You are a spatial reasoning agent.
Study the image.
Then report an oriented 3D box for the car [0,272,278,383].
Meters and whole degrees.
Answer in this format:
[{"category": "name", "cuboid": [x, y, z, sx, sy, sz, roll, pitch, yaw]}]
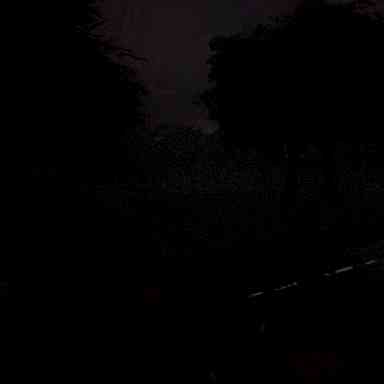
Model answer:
[{"category": "car", "cuboid": [-1.619, 1.543, 2.824, 5.357, 1.411, 2.033, -1, 1, -35]}]
